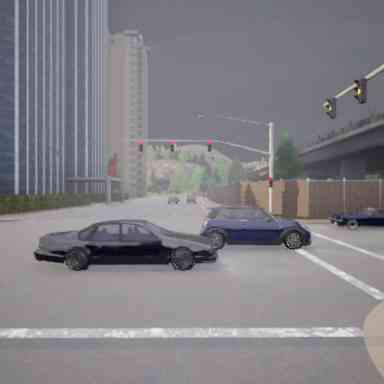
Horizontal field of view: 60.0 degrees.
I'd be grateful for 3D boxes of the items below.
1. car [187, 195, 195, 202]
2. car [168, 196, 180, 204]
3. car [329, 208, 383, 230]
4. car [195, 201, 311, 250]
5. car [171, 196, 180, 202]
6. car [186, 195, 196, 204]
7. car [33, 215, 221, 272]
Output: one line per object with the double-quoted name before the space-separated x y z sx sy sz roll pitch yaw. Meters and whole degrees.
"car" -0.170 1.384 73.941 1.812 1.442 4.674 0 0 0
"car" -3.646 1.547 63.531 2.033 1.411 5.357 0 0 0
"car" 11.342 1.656 21.115 4.718 1.301 1.895 0 0 1
"car" 2.507 1.374 13.835 4.553 1.767 2.097 0 0 0
"car" -3.670 1.455 73.963 1.895 1.301 4.718 0 0 0
"car" -0.146 1.547 63.539 2.033 1.411 5.357 0 0 0
"car" -1.930 1.569 10.316 5.357 1.411 2.033 0 0 0
